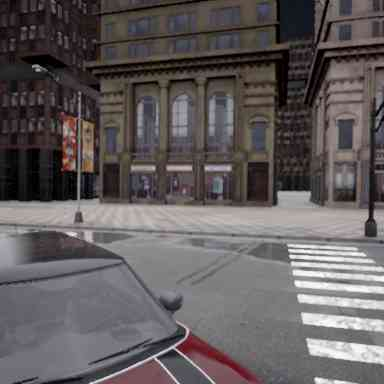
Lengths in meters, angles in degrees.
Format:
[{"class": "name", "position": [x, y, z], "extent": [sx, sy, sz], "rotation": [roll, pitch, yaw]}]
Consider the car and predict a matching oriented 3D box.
[{"class": "car", "position": [-1.220, 1.297, 2.783], "extent": [2.097, 1.767, 4.553], "rotation": [-1, 2, -36]}]
